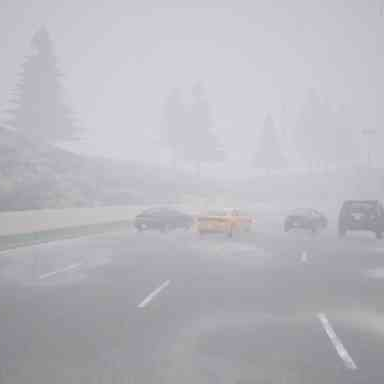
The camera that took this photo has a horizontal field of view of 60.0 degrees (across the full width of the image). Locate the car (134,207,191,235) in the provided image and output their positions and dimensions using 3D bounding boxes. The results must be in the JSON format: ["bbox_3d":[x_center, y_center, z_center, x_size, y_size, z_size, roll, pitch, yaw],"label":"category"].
[{"bbox_3d":[-1.591,1.693,20.563,2.128,1.511,4.902,0,-1,26],"label":"car"}]

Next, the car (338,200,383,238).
[{"bbox_3d":[10.171,1.457,19.660,2.150,2.045,5.566,0,0,34],"label":"car"}]

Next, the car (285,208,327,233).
[{"bbox_3d":[7.413,1.769,21.609,1.812,1.442,4.674,0,-1,33],"label":"car"}]

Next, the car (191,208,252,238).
[{"bbox_3d":[2.026,1.681,19.470,1.882,1.535,5.008,0,-1,27],"label":"car"}]
